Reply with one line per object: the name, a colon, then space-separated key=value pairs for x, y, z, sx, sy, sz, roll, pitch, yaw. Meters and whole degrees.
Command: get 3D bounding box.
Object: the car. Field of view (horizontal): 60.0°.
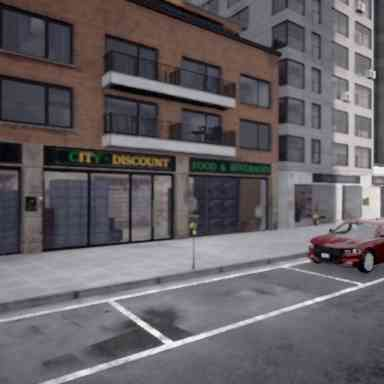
car: x=5.637 y=1.574 z=10.786 sx=4.507 sy=1.381 sz=1.887 roll=0 pitch=0 yaw=-36
